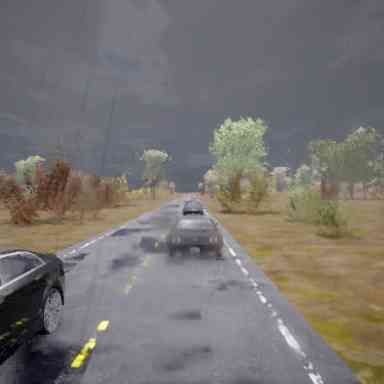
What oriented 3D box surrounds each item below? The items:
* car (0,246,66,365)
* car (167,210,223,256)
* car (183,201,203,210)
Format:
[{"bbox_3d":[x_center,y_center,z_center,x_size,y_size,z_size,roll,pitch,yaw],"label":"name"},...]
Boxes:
[{"bbox_3d":[-3.100,1.494,3.890,2.128,1.511,4.902,0,0,0],"label":"car"},{"bbox_3d":[0.102,1.609,13.123,1.895,1.301,4.718,0,0,0],"label":"car"},{"bbox_3d":[0.106,1.576,33.225,1.994,1.385,4.181,0,0,0],"label":"car"}]
